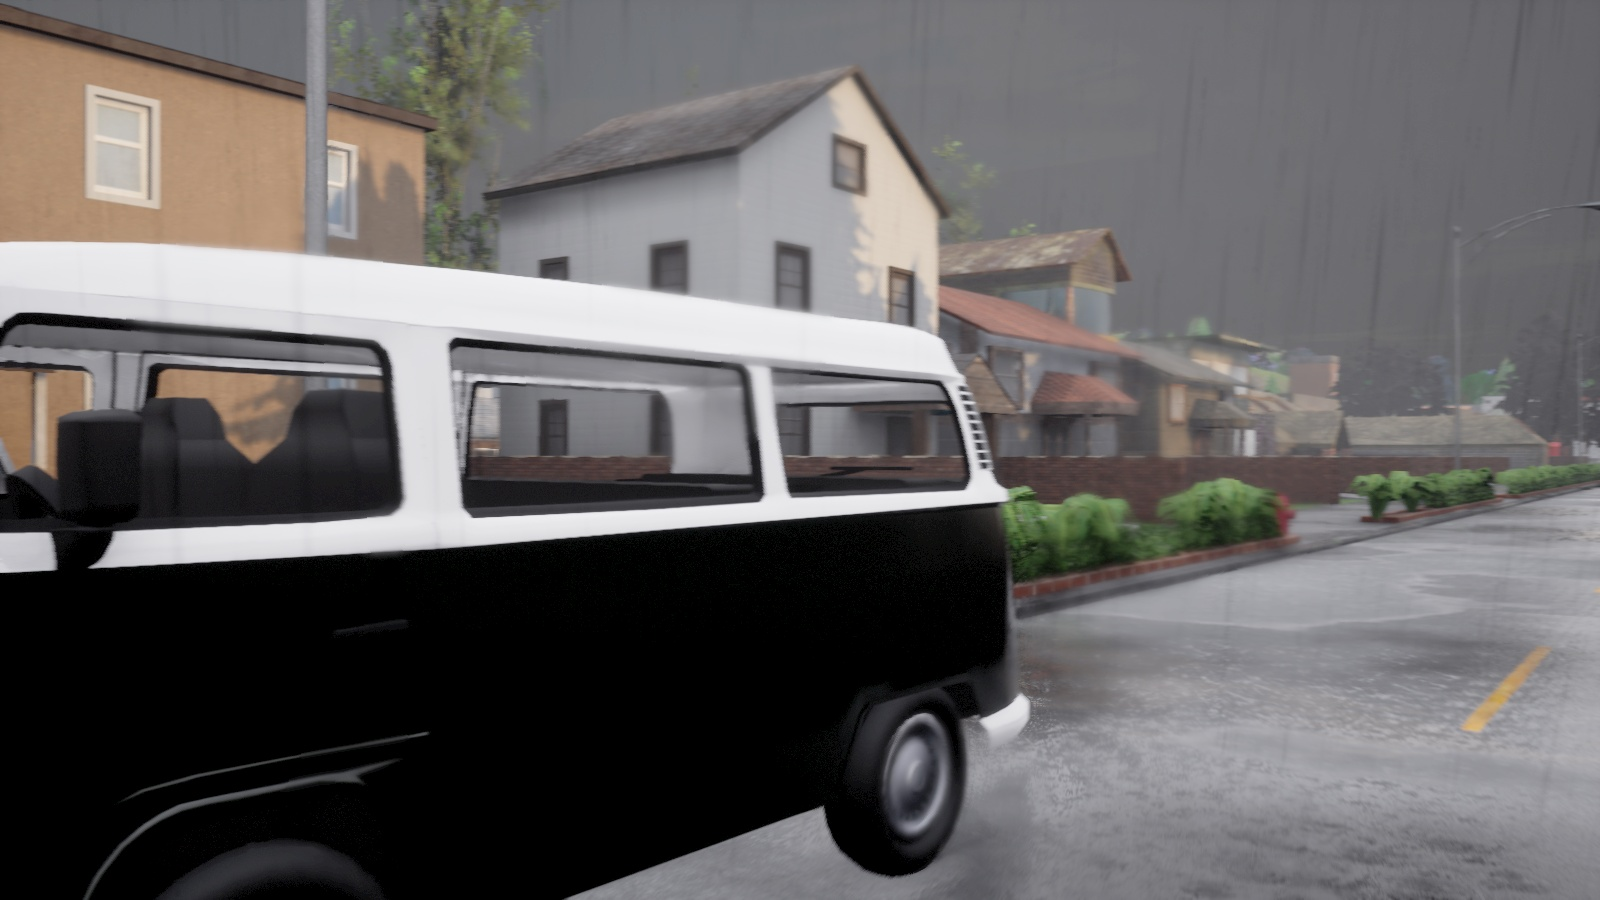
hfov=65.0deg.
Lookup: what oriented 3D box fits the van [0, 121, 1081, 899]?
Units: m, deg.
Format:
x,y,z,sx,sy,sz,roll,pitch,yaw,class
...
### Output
x,y,z,sx,sy,sz,roll,pitch,yaw,class
-1.100,0.493,3.882,2.069,2.038,4.480,0,0,39,van
